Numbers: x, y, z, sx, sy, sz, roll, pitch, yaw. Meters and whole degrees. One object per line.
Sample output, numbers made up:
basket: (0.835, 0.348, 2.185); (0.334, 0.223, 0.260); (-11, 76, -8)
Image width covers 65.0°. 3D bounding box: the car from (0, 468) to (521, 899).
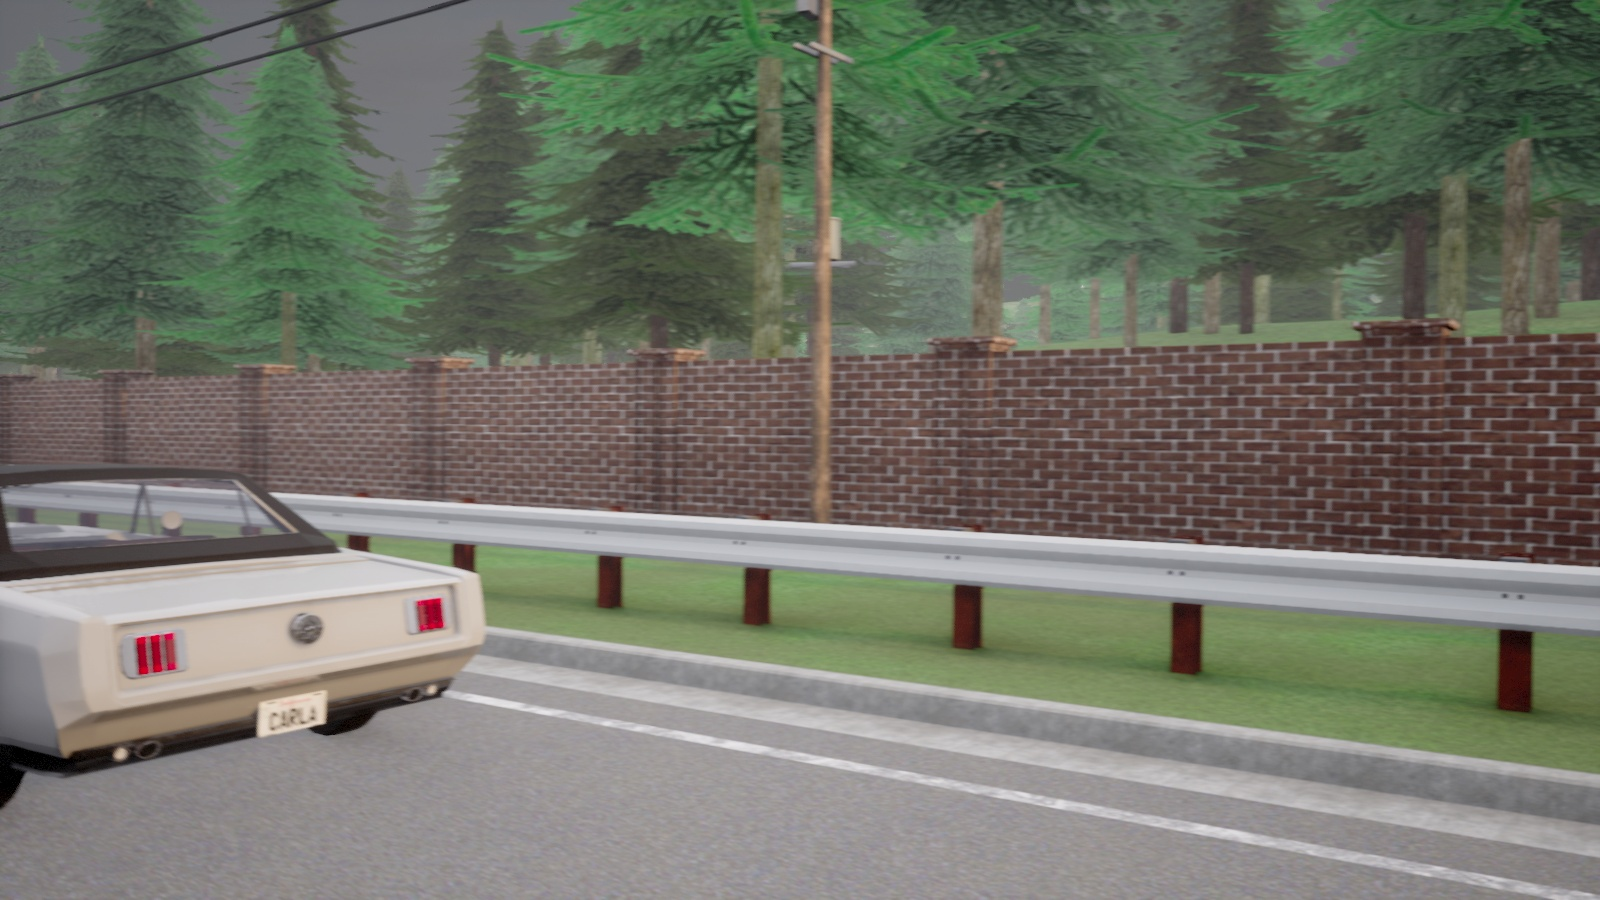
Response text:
car: (-3.741, 0.783, 6.111); (4.718, 1.301, 1.895); (0, 1, 34)
